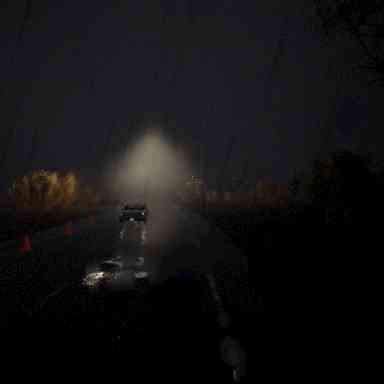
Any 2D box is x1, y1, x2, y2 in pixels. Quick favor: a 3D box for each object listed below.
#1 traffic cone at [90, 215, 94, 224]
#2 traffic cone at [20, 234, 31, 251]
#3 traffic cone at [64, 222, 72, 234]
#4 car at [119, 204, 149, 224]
[{"bbox_3d":[-6.819,1.882,22.556,0.340,0.580,0.340,0,0,-4],"label":"traffic cone"},{"bbox_3d":[-6.307,1.909,12.653,0.340,0.580,0.340,0,0,-2],"label":"traffic cone"},{"bbox_3d":[-6.530,1.894,17.606,0.340,0.580,0.340,0,0,-3],"label":"traffic cone"},{"bbox_3d":[-4.131,1.519,24.189,1.895,1.301,4.718,0,0,-5],"label":"car"}]
